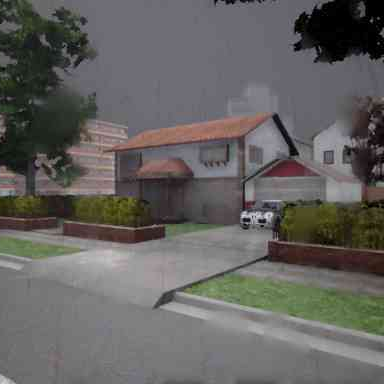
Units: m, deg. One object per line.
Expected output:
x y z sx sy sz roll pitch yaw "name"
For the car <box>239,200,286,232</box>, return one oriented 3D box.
4.066 1.168 17.411 1.970 1.475 3.806 0 0 36 "car"
